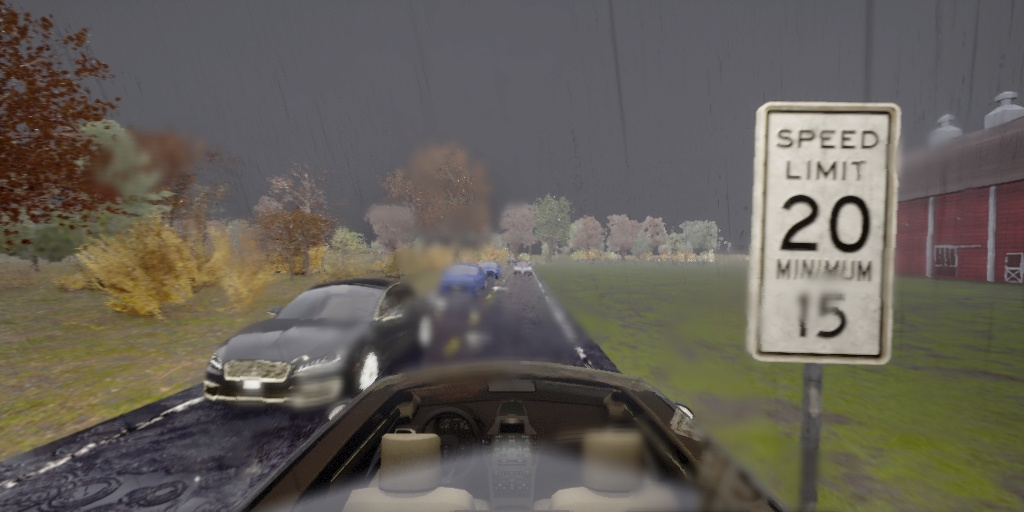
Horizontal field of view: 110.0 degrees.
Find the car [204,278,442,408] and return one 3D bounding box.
[{"bbox_3d":[-2.788,1.188,6.402,1.837,1.490,4.892,1,0,2],"label":"car"}]

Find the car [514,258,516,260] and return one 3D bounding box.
[{"bbox_3d":[1.546,1.309,51.067,1.994,1.385,4.181,1,0,2],"label":"car"}]

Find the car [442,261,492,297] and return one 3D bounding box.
[{"bbox_3d":[-2.405,1.166,18.722,1.882,1.535,5.008,1,1,2],"label":"car"}]

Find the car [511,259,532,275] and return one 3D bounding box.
[{"bbox_3d":[1.166,1.360,38.771,1.895,1.301,4.718,1,0,2],"label":"car"}]

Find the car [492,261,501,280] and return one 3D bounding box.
[{"bbox_3d":[-1.984,1.170,31.084,1.882,1.535,5.008,1,0,2],"label":"car"}]
